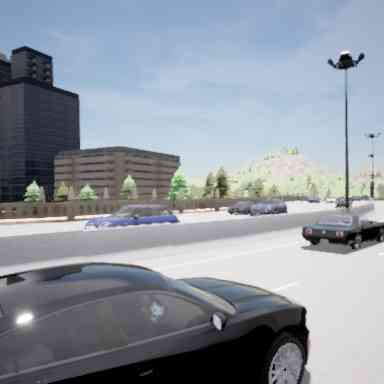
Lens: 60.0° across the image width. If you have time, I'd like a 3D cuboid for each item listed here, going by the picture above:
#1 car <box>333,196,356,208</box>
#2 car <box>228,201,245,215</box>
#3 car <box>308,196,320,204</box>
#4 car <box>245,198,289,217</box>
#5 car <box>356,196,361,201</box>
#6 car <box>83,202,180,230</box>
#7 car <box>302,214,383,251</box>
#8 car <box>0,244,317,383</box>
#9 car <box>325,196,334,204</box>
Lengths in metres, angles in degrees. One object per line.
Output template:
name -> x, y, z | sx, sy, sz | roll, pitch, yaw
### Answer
car -> 21.716, 1.572, 47.191 | 1.994, 1.385, 4.181 | -1, 0, 29
car -> 5.413, 1.627, 34.172 | 1.994, 1.385, 4.181 | 0, 0, 37
car -> 24.913, 1.551, 67.772 | 1.882, 1.535, 5.008 | -1, 0, 28
car -> 7.206, 1.390, 30.822 | 2.097, 1.767, 4.553 | -1, 0, 38
car -> 40.550, 1.632, 82.080 | 2.033, 1.411, 5.357 | -1, -1, 28
car -> -2.731, 1.391, 15.519 | 4.553, 1.767, 2.097 | 0, 0, -41
car -> 6.675, 1.588, 14.274 | 4.718, 1.301, 1.895 | 0, 0, -44
car -> -0.843, 1.487, 3.350 | 5.008, 1.535, 1.882 | 0, 0, -36
car -> 27.242, 1.565, 64.711 | 1.812, 1.442, 4.674 | -1, 0, 28
